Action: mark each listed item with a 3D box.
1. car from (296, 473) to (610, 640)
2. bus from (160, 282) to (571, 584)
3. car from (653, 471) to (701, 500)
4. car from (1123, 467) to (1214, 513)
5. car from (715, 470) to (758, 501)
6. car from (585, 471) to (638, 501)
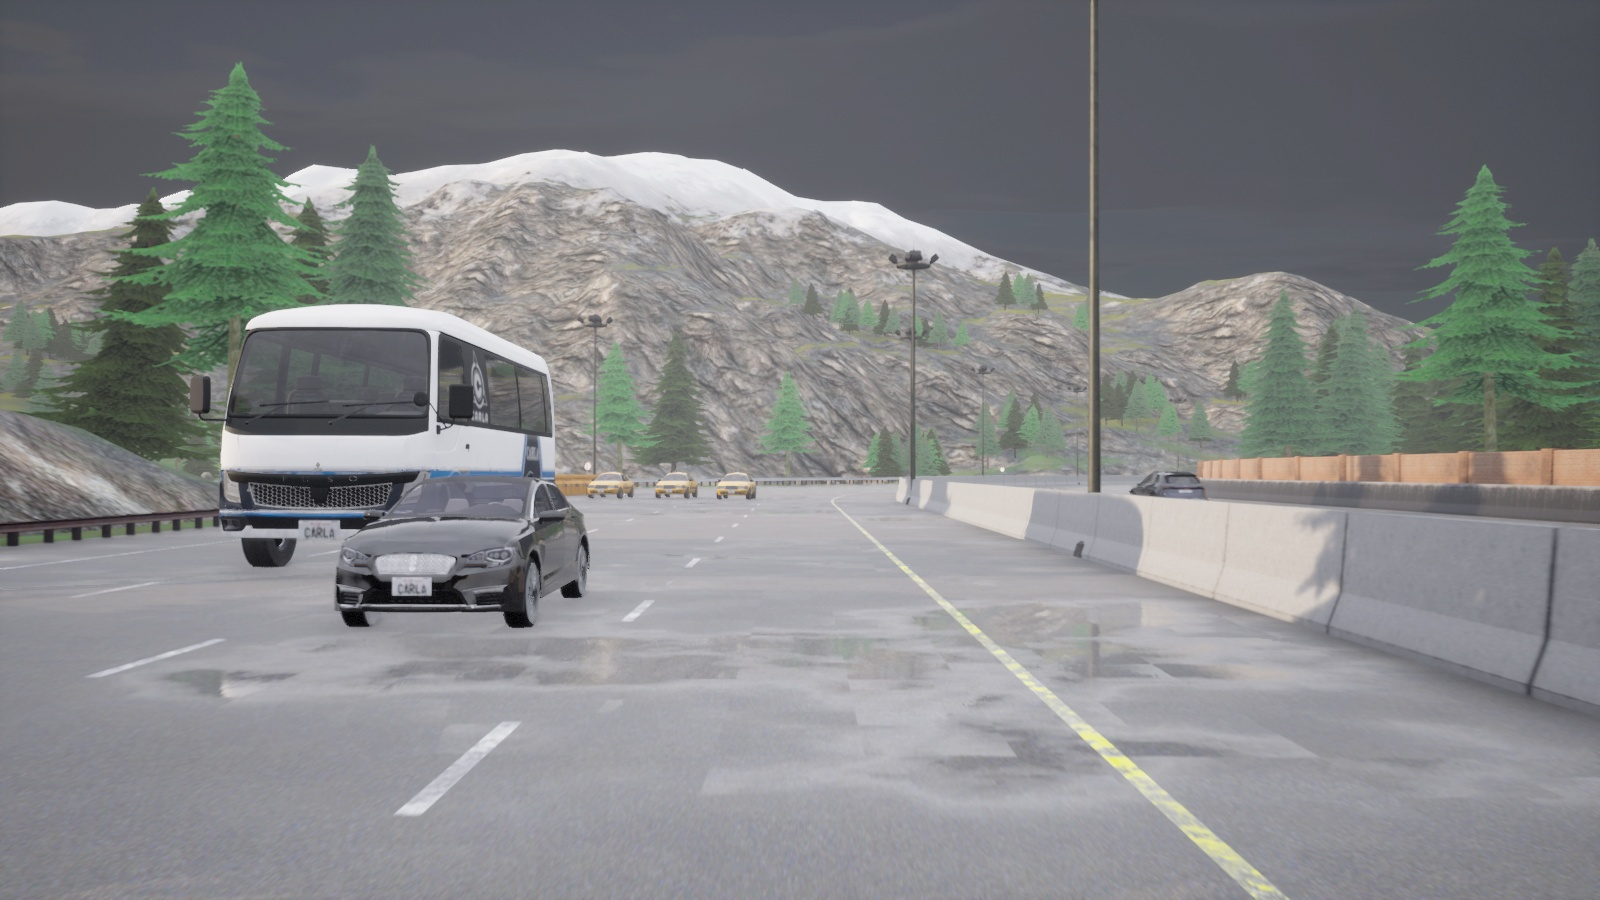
[{"bbox_3d":[-3.534,1.016,13.890,2.128,1.511,4.902,0,-1,0],"label":"car"},{"bbox_3d":[-7.061,-0.154,22.865,3.944,4.253,10.273,0,-1,0],"label":"bus"},{"bbox_3d":[-6.830,1.948,70.215,1.801,1.575,5.366,0,-1,4],"label":"car"},{"bbox_3d":[13.884,1.481,47.621,2.033,1.649,4.856,0,-1,0],"label":"car"},{"bbox_3d":[-3.414,1.907,68.571,1.801,1.575,5.366,0,-1,3],"label":"car"},{"bbox_3d":[-10.378,1.950,69.460,1.801,1.575,5.366,0,-1,3],"label":"car"}]
